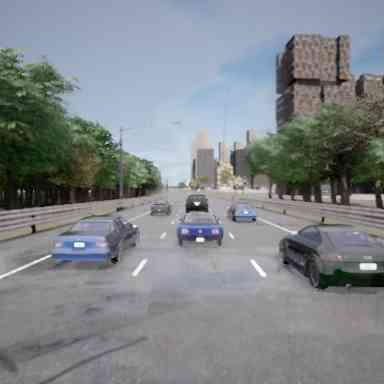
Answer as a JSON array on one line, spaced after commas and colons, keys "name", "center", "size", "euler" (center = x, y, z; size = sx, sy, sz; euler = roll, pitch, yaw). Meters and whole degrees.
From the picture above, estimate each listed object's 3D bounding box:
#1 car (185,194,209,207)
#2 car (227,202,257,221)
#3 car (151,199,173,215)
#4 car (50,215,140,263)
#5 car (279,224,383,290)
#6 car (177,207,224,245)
[{"name": "car", "center": [0.469, 1.218, 32.966], "size": [2.150, 2.045, 5.566], "euler": [0, 0, 0]}, {"name": "car", "center": [3.945, 1.537, 26.772], "size": [2.033, 1.411, 5.357], "euler": [0, 0, 0]}, {"name": "car", "center": [-3.030, 1.496, 33.736], "size": [2.128, 1.511, 4.902], "euler": [0, 0, 0]}, {"name": "car", "center": [-3.185, 1.554, 11.997], "size": [2.033, 1.411, 5.357], "euler": [0, 0, 1]}, {"name": "car", "center": [3.777, 1.554, 9.080], "size": [1.994, 1.385, 4.181], "euler": [0, 0, 1]}, {"name": "car", "center": [0.352, 1.599, 15.389], "size": [1.895, 1.301, 4.718], "euler": [0, 0, 1]}]
